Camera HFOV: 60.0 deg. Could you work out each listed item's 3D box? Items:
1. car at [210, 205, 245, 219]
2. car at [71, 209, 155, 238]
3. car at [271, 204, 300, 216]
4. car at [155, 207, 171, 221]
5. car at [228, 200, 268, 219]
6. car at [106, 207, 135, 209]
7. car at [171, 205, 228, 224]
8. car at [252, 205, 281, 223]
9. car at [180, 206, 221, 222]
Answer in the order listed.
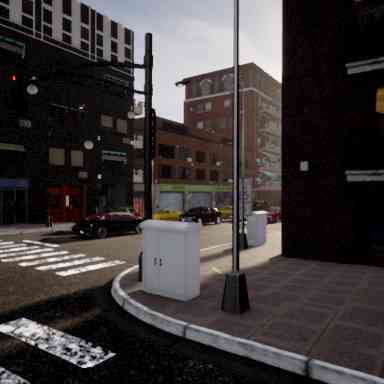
[{"bbox_3d":[3.964,2.148,36.577,1.752,1.417,4.829,-1,-2,35],"label":"car"},{"bbox_3d":[-4.661,1.877,19.647,1.895,1.301,4.718,0,-1,35],"label":"car"},{"bbox_3d":[12.504,2.390,44.200,2.033,1.411,5.357,0,-1,35],"label":"car"},{"bbox_3d":[-2.352,1.940,27.514,1.752,1.417,4.829,-1,-2,35],"label":"car"},{"bbox_3d":[6.380,1.862,35.485,2.150,2.045,5.566,0,-1,35],"label":"car"},{"bbox_3d":[-5.413,1.754,23.125,1.967,1.590,4.097,-1,-2,35],"label":"car"},{"bbox_3d":[0.701,1.958,27.337,1.837,1.490,4.892,0,-1,35],"label":"car"},{"bbox_3d":[7.853,2.214,32.005,1.895,1.301,4.718,0,-1,35],"label":"car"},{"bbox_3d":[0.903,2.088,32.184,1.947,1.339,4.313,-1,-2,35],"label":"car"}]
